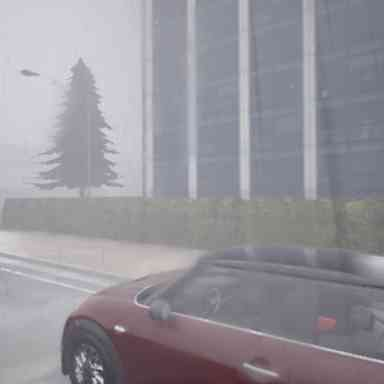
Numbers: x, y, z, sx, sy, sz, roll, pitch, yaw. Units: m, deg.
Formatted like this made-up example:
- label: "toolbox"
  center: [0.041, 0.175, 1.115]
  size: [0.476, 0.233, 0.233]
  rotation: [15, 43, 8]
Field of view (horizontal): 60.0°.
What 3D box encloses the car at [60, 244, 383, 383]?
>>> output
- label: "car"
  center: [0.633, 1.365, 3.541]
  size: [4.553, 1.767, 2.097]
  rotation: [-1, 0, 36]
